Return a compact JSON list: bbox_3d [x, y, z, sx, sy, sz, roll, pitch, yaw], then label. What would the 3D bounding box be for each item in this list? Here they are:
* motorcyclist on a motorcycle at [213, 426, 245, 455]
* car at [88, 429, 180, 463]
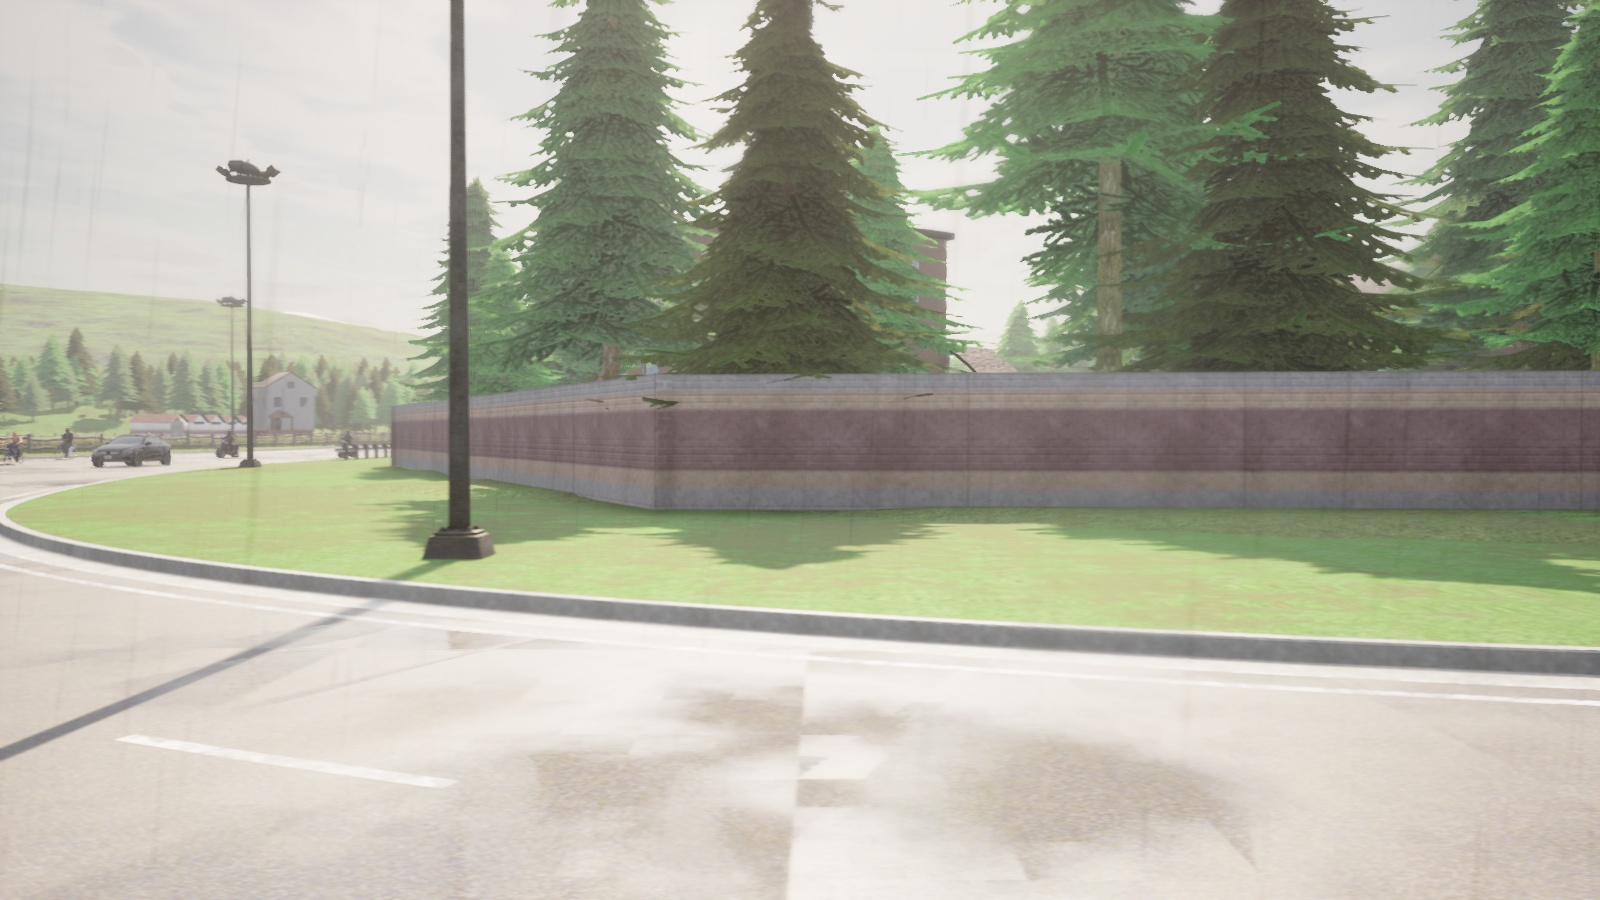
[{"bbox_3d":[-33.242,-0.571,73.150,0.766,1.649,2.350,0,1,1],"label":"motorcyclist on a motorcycle"},{"bbox_3d":[-29.791,-0.217,56.304,1.812,1.442,4.674,0,1,-3],"label":"car"}]
